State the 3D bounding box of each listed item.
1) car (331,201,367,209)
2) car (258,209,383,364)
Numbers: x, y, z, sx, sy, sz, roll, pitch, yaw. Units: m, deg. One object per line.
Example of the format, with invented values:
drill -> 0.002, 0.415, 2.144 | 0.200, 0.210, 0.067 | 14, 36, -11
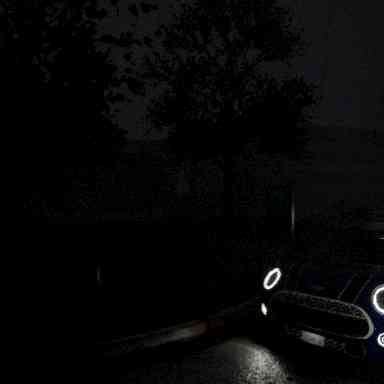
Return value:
car -> 20.218, 1.907, 42.558 | 4.902, 1.511, 2.128 | 1, 0, -19
car -> 3.089, 1.369, 6.123 | 2.097, 1.767, 4.553 | 0, 0, 41
